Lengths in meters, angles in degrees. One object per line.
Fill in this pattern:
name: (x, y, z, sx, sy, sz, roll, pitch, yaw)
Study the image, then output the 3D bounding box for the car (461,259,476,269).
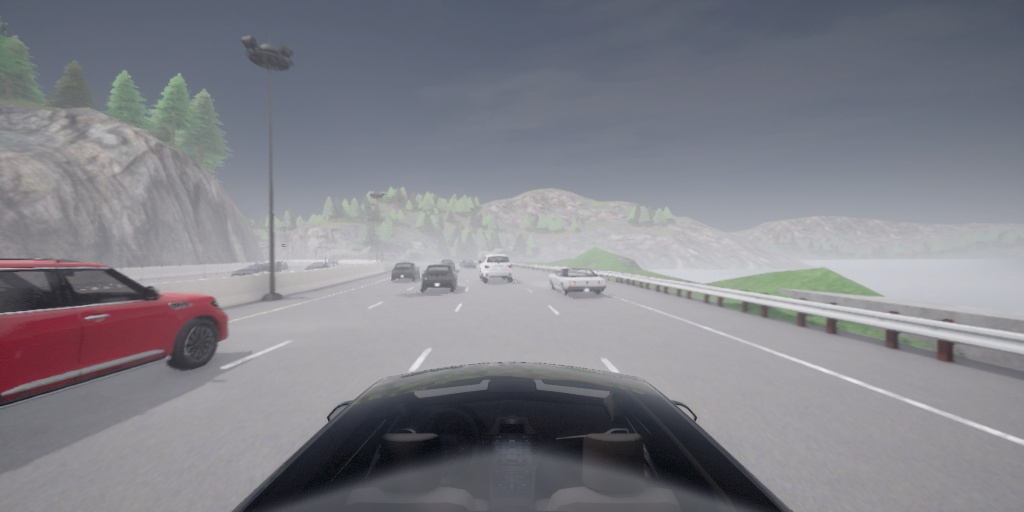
car: (-7.049, 1.223, 56.256, 2.033, 1.411, 5.357, -1, 0, -19)

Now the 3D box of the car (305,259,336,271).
car: (-21.799, 1.414, 40.527, 1.812, 1.442, 4.674, -1, 0, -12)

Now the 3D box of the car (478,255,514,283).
car: (-1.339, 0.913, 27.763, 2.150, 2.045, 5.566, 0, 0, -9)

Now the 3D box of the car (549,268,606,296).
car: (3.223, 1.266, 18.711, 1.895, 1.301, 4.718, -1, 0, -5)

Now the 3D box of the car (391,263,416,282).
car: (-8.822, 1.276, 29.883, 1.837, 1.490, 4.892, 0, 0, -9)

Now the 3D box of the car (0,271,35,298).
car: (-28.877, 1.579, 18.361, 2.033, 1.411, 5.357, -1, 0, -5)

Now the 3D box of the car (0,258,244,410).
car: (-6.677, 1.039, 4.736, 2.150, 2.045, 5.566, 0, 0, -2)

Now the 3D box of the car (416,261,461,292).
car: (-4.241, 1.248, 21.365, 1.837, 1.490, 4.892, 0, 0, -6)

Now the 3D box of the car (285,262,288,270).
car: (-29.766, 1.516, 44.066, 2.033, 1.411, 5.357, -1, 0, -13)

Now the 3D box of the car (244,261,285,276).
car: (-23.961, 1.479, 33.748, 2.033, 1.411, 5.357, -1, 0, -10)
